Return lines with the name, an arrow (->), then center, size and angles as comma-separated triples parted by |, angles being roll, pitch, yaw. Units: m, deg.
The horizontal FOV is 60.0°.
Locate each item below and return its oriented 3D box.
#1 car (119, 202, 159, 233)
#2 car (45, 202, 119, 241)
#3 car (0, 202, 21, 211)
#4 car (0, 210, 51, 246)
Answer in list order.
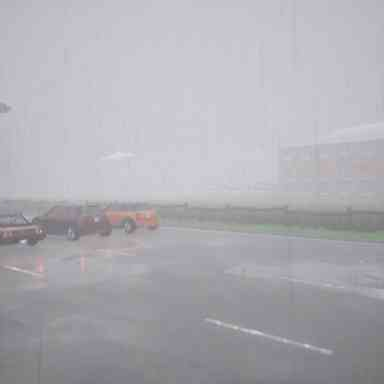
car -> -4.179, 1.363, 19.748 | 4.553, 1.767, 2.097 | 0, 0, 36
car -> -6.212, 1.363, 16.898 | 4.553, 1.767, 2.097 | 0, 0, 36
car -> -16.415, 1.570, 28.476 | 4.181, 1.385, 1.994 | 0, 0, 36
car -> -8.293, 1.614, 14.084 | 4.718, 1.301, 1.895 | 0, 0, 36
